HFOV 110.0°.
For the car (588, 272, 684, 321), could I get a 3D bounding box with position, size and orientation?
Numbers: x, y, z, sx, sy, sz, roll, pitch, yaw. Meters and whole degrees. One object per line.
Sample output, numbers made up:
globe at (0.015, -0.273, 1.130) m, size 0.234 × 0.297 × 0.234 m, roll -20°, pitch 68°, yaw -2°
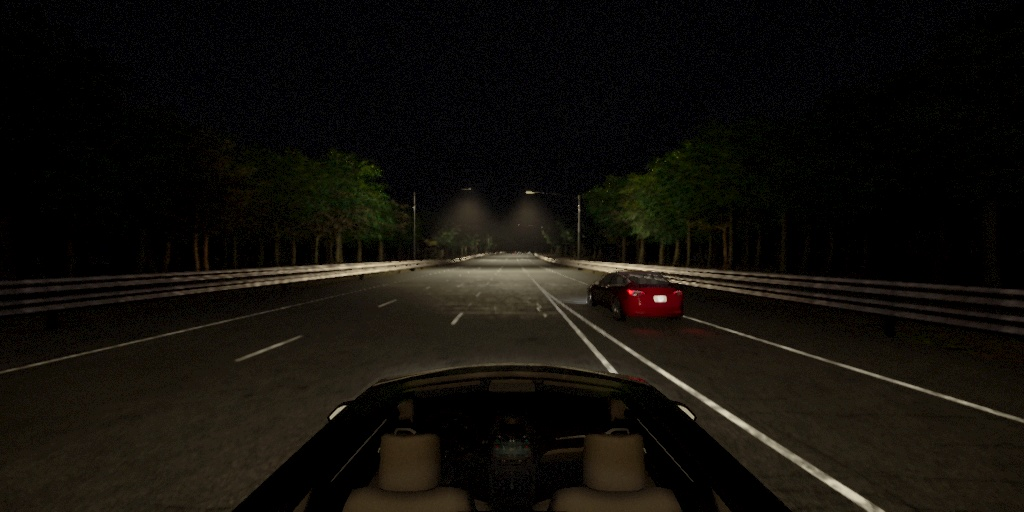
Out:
car at (4.107, 1.263, 12.554) m, size 2.163 × 1.488 × 4.792 m, roll 0°, pitch 0°, yaw -3°
